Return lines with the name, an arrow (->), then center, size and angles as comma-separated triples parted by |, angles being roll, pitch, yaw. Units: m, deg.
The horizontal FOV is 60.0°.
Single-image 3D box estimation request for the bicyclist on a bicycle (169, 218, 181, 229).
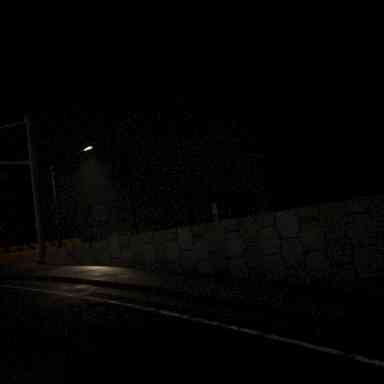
bicyclist on a bicycle -> -1.344, 2.914, 27.281 | 1.656, 1.620, 0.582 | -14, -8, 35
